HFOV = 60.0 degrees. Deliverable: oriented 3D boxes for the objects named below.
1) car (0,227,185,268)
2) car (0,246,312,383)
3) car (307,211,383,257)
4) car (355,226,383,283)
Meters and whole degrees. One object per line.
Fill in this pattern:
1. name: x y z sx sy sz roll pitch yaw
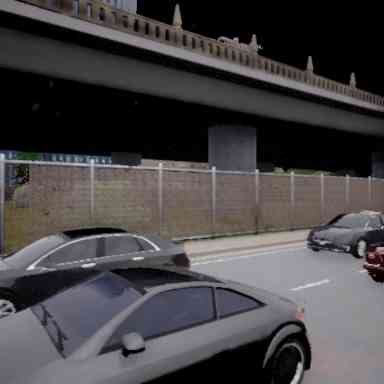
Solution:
1. car: -2.300 1.511 6.651 4.892 1.490 1.837 1 0 -36
2. car: -0.635 1.568 3.538 4.181 1.385 1.994 0 0 -36
3. car: 6.473 1.533 12.900 4.892 1.490 1.837 0 0 -35
4. car: 6.435 1.623 8.578 4.718 1.301 1.895 0 0 -35
